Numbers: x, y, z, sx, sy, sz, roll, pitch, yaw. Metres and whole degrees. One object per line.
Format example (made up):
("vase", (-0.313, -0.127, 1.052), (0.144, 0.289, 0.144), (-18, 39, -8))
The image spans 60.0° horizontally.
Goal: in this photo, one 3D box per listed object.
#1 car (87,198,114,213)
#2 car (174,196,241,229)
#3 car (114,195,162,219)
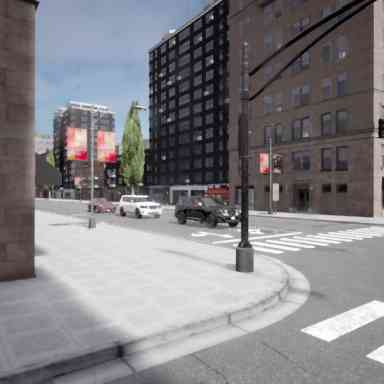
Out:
("car", (-10.595, 1.490, 38.885), (2.097, 1.767, 4.553), (0, 0, -36))
("car", (0.936, 1.284, 22.901), (2.150, 2.045, 5.566), (0, 0, -36))
("car", (-4.935, 1.323, 31.034), (2.150, 2.045, 5.566), (0, 0, -36))
